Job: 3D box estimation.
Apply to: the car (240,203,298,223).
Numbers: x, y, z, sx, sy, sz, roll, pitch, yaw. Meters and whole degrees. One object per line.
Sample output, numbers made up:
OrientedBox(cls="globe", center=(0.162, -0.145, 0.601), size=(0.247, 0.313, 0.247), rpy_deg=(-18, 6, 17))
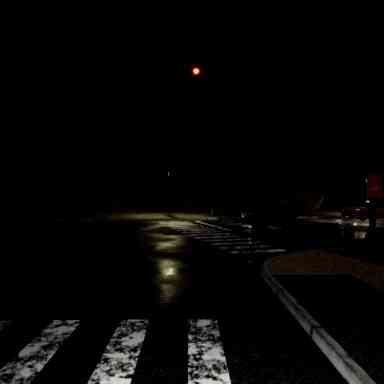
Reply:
OrientedBox(cls="car", center=(6.096, 1.619, 26.212), size=(4.674, 1.442, 1.812), rpy_deg=(1, 0, -19))

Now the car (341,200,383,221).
OrientedBox(cls="car", center=(15.479, 1.589, 29.303), size=(4.553, 1.767, 2.097), rpy_deg=(1, 0, -17))
